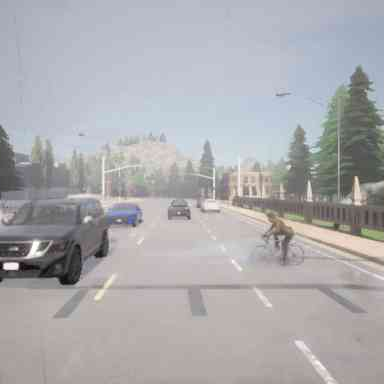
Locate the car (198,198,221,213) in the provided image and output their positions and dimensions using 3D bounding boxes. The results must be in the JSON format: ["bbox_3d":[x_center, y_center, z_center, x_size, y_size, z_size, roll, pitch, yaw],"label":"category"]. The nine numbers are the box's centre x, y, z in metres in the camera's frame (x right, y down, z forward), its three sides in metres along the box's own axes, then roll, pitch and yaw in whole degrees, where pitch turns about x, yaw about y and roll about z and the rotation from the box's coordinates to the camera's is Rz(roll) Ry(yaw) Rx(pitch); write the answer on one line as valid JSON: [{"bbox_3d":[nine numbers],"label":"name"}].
[{"bbox_3d":[2.017,1.524,37.190,1.812,1.442,4.674,0,0,-3],"label":"car"}]

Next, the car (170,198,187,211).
[{"bbox_3d":[-1.719,1.546,42.523,2.033,1.411,5.357,0,0,-3],"label":"car"}]

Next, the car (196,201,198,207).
[{"bbox_3d":[1.602,1.546,46.767,2.033,1.411,5.357,0,0,-3],"label":"car"}]

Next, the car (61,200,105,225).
[{"bbox_3d":[-8.150,1.477,25.323,1.882,1.535,5.008,0,0,-2],"label":"car"}]

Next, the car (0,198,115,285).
[{"bbox_3d":[-3.973,1.219,9.847,2.150,2.045,5.566,0,0,-3],"label":"car"}]

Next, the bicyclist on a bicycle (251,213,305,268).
[{"bbox_3d":[2.550,1.451,9.954,1.656,1.620,0.582,-2,0,-3],"label":"bicyclist on a bicycle"}]

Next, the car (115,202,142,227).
[{"bbox_3d":[-4.535,1.477,22.694,1.882,1.535,5.008,0,0,-2],"label":"car"}]

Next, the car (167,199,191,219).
[{"bbox_3d":[-1.116,1.489,28.891,2.128,1.511,4.902,0,0,-2],"label":"car"}]
